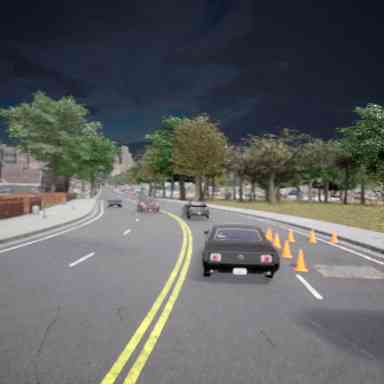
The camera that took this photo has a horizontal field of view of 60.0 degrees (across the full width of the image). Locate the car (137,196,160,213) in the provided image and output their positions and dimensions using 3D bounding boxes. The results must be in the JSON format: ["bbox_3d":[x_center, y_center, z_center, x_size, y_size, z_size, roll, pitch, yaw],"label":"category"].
[{"bbox_3d":[-4.681,1.241,35.557,2.097,1.767,4.553,1,0,-14],"label":"car"}]

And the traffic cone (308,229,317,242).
[{"bbox_3d":[5.667,2.036,15.659,0.340,0.580,0.340,1,0,4],"label":"traffic cone"}]

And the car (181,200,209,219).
[{"bbox_3d":[0.219,1.463,28.447,2.128,1.511,4.902,1,0,-9],"label":"car"}]

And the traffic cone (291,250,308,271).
[{"bbox_3d":[3.214,2.000,9.830,0.340,0.580,0.340,1,0,4],"label":"traffic cone"}]

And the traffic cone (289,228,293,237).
[{"bbox_3d":[4.670,2.017,15.736,0.340,0.580,0.340,1,0,4],"label":"traffic cone"}]

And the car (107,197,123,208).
[{"bbox_3d":[-10.134,1.349,43.646,2.033,1.411,5.357,1,0,-15],"label":"car"}]

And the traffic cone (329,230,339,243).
[{"bbox_3d":[6.663,2.053,15.583,0.340,0.580,0.340,1,0,4],"label":"traffic cone"}]

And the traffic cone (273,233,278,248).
[{"bbox_3d":[3.520,2.000,13.818,0.340,0.580,0.340,1,0,4],"label":"traffic cone"}]

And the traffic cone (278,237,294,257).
[{"bbox_3d":[3.367,2.000,11.824,0.340,0.580,0.340,1,0,4],"label":"traffic cone"}]

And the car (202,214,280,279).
[{"bbox_3d":[1.295,1.609,10.171,1.895,1.301,4.718,1,0,3],"label":"car"}]
